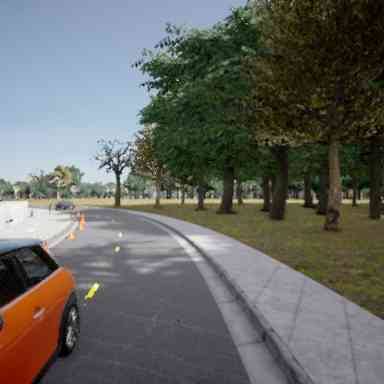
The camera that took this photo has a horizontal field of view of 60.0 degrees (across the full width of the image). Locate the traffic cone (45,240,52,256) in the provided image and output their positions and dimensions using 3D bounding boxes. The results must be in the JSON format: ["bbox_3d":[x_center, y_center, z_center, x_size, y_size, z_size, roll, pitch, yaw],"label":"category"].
[{"bbox_3d":[-5.357,2.072,12.279,0.340,0.580,0.340,0,-1,-8],"label":"traffic cone"}]

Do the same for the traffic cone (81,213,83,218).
[{"bbox_3d":[-8.672,2.209,26.472,0.340,0.580,0.340,0,-1,-18],"label":"traffic cone"}]

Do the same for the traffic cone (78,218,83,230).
[{"bbox_3d":[-7.308,2.163,21.804,0.340,0.580,0.340,0,-1,-15],"label":"traffic cone"}]

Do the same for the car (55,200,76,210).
[{"bbox_3d":[-19.704,2.039,51.533,1.837,1.490,4.892,0,-1,-42],"label":"car"}]

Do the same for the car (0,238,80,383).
[{"bbox_3d":[-2.631,1.381,3.045,2.097,1.767,4.553,0,-1,-3],"label":"car"}]

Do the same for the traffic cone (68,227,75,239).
[{"bbox_3d":[-6.202,2.118,17.068,0.340,0.580,0.340,0,-1,-12],"label":"traffic cone"}]
